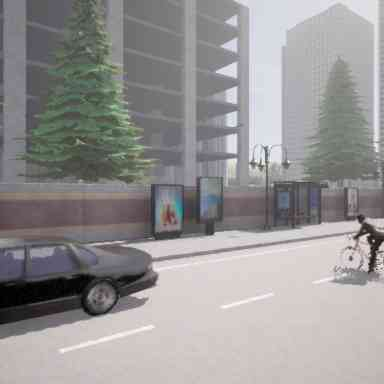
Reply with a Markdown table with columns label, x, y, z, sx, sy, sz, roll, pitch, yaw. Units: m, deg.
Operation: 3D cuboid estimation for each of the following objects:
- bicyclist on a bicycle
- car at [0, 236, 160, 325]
| label | x | y | z | sx | sy | sz | roll | pitch | yaw |
| --- | --- | --- | --- | --- | --- | --- | --- | --- | --- |
| bicyclist on a bicycle | 4.886 | 1.455 | 9.255 | 0.582 | 1.620 | 1.656 | 0 | -2 | -36 |
| car | -3.238 | 1.547 | 5.972 | 5.357 | 1.411 | 2.033 | 0 | 0 | -36 |
